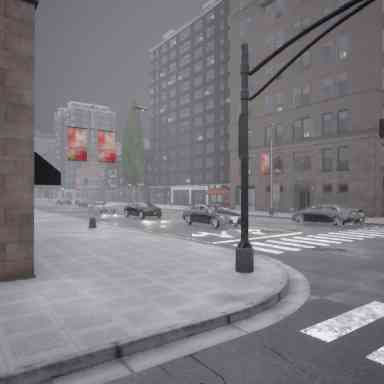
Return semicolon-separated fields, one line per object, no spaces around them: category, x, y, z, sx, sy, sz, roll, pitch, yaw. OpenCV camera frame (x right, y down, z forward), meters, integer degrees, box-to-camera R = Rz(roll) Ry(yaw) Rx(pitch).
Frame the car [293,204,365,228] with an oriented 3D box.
car;9.224;1.550;22.871;2.128;1.511;4.902;0;0;-36

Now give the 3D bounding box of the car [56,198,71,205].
car;-25.225;1.804;65.260;2.033;1.411;5.357;0;0;-36

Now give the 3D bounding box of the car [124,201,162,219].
car;-4.593;1.579;30.623;1.882;1.535;5.008;0;0;-35

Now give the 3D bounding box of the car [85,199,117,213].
car;-10.496;1.741;38.857;1.895;1.301;4.718;0;0;-36

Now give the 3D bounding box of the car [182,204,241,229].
car;1.231;1.554;22.513;2.128;1.511;4.902;0;0;-36

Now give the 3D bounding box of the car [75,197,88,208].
car;-17.144;1.771;54.026;1.994;1.385;4.181;0;0;-37

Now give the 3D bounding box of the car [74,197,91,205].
car;-21.850;1.760;66.140;1.837;1.490;4.892;0;0;-36
